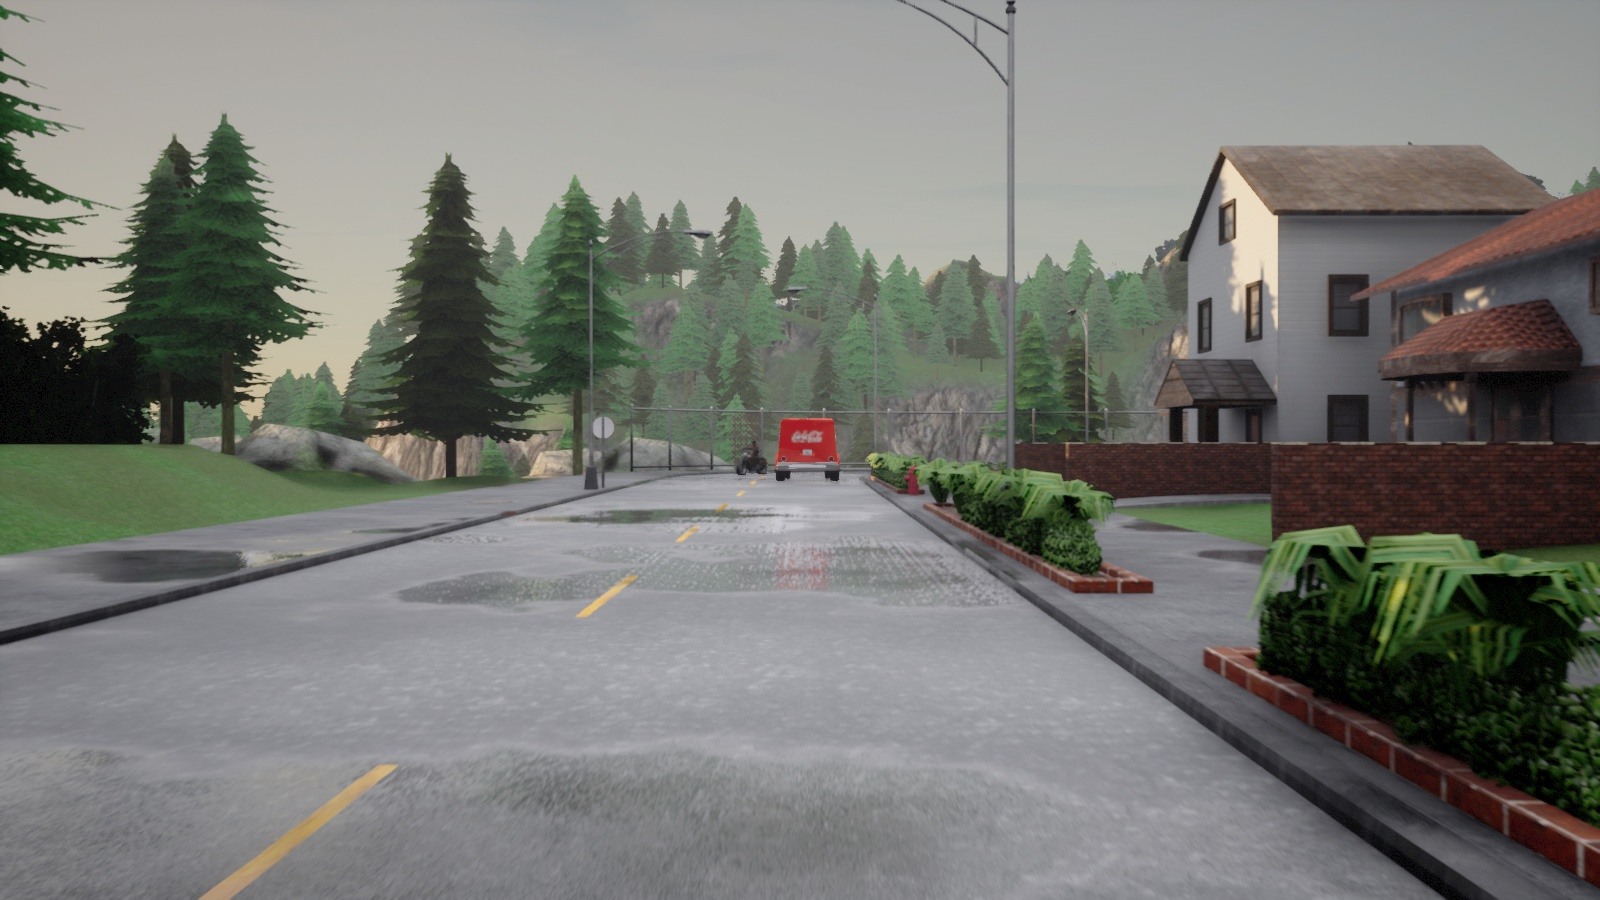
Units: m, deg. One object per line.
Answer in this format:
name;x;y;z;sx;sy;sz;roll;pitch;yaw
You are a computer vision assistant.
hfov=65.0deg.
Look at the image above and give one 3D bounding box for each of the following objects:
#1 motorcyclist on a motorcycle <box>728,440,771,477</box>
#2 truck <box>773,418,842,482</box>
motorcyclist on a motorcycle;-2.298;0.371;57.761;0.766;1.649;2.350;2;1;32
truck;0.311;-0.027;51.018;2.627;2.467;5.204;0;0;0
